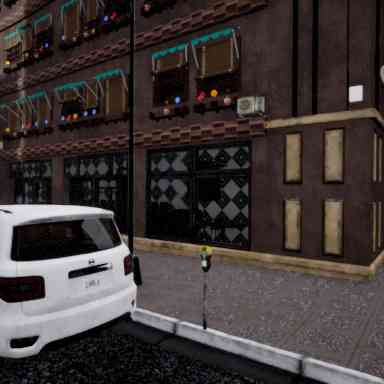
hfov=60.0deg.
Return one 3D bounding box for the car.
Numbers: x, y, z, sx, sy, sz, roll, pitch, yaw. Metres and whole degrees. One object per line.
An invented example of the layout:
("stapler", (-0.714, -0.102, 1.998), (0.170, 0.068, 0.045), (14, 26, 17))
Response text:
("car", (-3.425, 1.223, 5.762), (5.566, 2.045, 2.150), (0, 0, 36))
